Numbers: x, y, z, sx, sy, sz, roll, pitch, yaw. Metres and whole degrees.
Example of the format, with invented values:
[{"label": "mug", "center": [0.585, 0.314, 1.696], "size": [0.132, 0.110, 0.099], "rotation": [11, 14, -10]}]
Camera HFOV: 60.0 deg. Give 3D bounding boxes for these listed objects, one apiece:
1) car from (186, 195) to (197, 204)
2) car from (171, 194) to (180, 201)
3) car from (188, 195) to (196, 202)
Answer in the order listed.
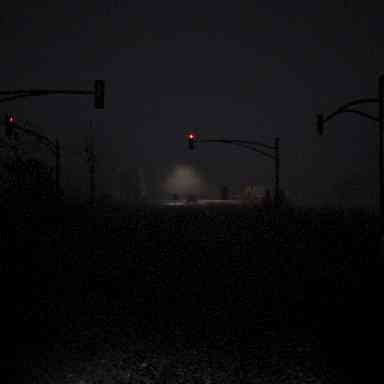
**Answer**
[{"label": "car", "center": [-0.059, 1.424, 67.960], "size": [2.097, 1.767, 4.553], "rotation": [0, 0, 0]}, {"label": "car", "center": [-3.564, 1.195, 72.162], "size": [1.837, 1.490, 4.892], "rotation": [0, 0, 0]}, {"label": "car", "center": [-0.068, 1.425, 77.995], "size": [1.837, 1.490, 4.892], "rotation": [0, 0, 0]}]
